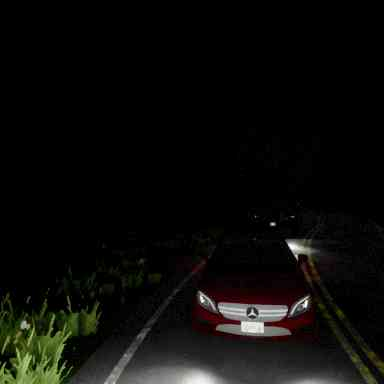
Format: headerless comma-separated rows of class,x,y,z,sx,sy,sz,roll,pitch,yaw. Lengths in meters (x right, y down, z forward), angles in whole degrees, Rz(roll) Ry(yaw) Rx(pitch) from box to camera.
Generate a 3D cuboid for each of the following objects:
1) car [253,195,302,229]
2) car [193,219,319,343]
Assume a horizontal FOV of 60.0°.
car,4.982,1.215,18.879,2.150,2.045,5.566,-2,-1,22
car,1.224,1.534,6.703,1.812,1.442,4.674,-1,0,10
